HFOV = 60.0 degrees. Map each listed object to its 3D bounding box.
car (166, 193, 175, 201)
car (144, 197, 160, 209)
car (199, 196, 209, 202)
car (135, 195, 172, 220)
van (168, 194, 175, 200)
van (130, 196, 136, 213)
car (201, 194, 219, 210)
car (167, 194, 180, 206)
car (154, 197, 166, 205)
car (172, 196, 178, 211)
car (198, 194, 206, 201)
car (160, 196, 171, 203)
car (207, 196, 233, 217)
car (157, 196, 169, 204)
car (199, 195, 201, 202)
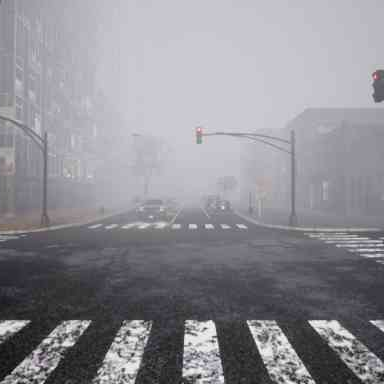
[{"bbox_3d":[-5.673,1.321,87.724,2.192,1.841,5.009,1,0,0],"label":"car"},{"bbox_3d":[-5.677,1.530,47.836,1.752,1.417,4.829,1,0,0],"label":"car"},{"bbox_3d":[2.702,1.572,76.415,1.947,1.339,4.313,1,0,0],"label":"car"},{"bbox_3d":[-3.133,1.356,28.167,2.097,1.767,4.553,0,0,1],"label":"car"},{"bbox_3d":[-5.674,1.347,93.398,1.690,1.788,3.998,1,0,0],"label":"van"},{"bbox_3d":[-5.673,1.346,36.658,1.690,1.788,3.998,1,0,0],"label":"van"},{"bbox_3d":[2.707,1.320,42.371,2.192,1.841,5.009,1,0,0],"label":"car"},{"bbox_3d":[-3.084,1.531,51.916,1.812,1.442,4.674,0,0,0],"label":"car"},{"bbox_3d":[-5.678,1.587,59.354,1.802,1.307,4.206,1,0,0],"label":"car"},{"bbox_3d":[-3.097,1.552,38.602,2.033,1.411,5.357,0,0,1],"label":"car"},{"bbox_3d":[2.704,1.446,87.762,1.967,1.590,4.097,1,0,0],"label":"car"},{"bbox_3d":[-5.678,1.572,70.702,1.947,1.339,4.313,1,0,0],"label":"car"},{"bbox_3d":[2.705,1.444,31.023,1.967,1.590,4.097,1,0,0],"label":"car"},{"bbox_3d":[-5.678,1.572,65.028,1.947,1.339,4.313,1,0,0],"label":"car"},{"bbox_3d":[2.707,1.321,65.067,2.192,1.841,5.009,1,0,0],"label":"car"}]
